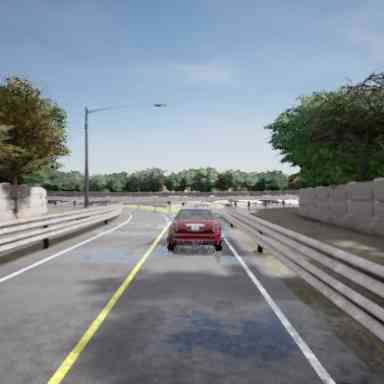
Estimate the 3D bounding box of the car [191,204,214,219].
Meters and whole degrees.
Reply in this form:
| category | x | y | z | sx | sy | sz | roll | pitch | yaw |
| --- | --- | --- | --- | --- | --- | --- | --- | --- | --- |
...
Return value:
| category | x | y | z | sx | sy | sz | roll | pitch | yaw |
| --- | --- | --- | --- | --- | --- | --- | --- | --- | --- |
| car | 1.162 | 1.937 | 34.666 | 1.994 | 1.385 | 4.181 | 0 | -1 | 8 |

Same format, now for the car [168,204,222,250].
| category | x | y | z | sx | sy | sz | roll | pitch | yaw |
| --- | --- | --- | --- | --- | --- | --- | --- | --- | --- |
| car | 0.123 | 1.414 | 14.728 | 2.097 | 1.767 | 4.553 | 1 | 0 | 0 |
